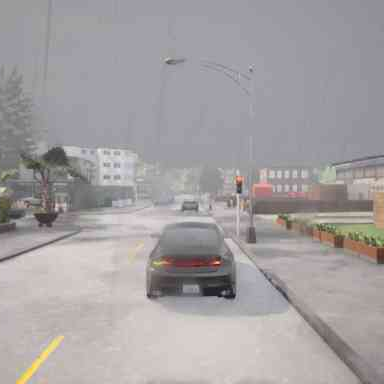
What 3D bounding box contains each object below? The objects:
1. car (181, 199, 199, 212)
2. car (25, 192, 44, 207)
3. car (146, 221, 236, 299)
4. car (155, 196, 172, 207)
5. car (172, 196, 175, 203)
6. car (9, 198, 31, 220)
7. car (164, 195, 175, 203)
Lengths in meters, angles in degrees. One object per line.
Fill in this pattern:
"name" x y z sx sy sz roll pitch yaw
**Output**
"car" -0.250 1.489 38.179 2.128 1.511 4.902 0 0 1
"car" -20.154 0.984 42.086 1.905 1.878 3.866 0 0 34
"car" -0.016 1.504 8.424 1.837 1.490 4.892 0 0 0
"car" -4.571 1.475 50.588 1.882 1.535 5.008 0 0 0
"car" -4.637 1.475 60.001 1.882 1.535 5.008 0 0 0
"car" -15.685 1.476 25.869 5.008 1.535 1.882 0 0 0
"car" -4.665 1.522 70.431 2.128 1.511 4.902 0 0 -1
